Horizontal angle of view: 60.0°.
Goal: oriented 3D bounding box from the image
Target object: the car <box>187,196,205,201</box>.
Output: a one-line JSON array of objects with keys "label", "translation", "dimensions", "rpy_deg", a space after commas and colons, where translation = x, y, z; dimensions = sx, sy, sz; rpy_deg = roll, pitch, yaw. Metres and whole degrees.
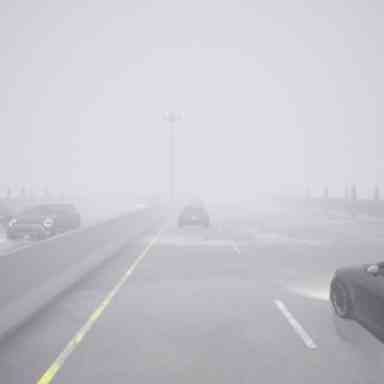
[{"label": "car", "translation": [0.465, 1.310, 40.041], "dimensions": [2.097, 1.767, 4.553], "rpy_deg": [0, 0, 2]}]

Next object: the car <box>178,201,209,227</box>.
[{"label": "car", "translation": [0.120, 1.540, 22.367], "dimensions": [1.994, 1.385, 4.181], "rpy_deg": [0, 0, 0]}]

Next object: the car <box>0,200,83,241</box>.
[{"label": "car", "translation": [-7.086, 1.334, 16.491], "dimensions": [2.097, 1.767, 4.553], "rpy_deg": [0, 0, 0]}]

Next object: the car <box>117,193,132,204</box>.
[{"label": "car", "translation": [-12.947, 1.152, 64.537], "dimensions": [2.150, 2.045, 5.566], "rpy_deg": [0, 0, 2]}]

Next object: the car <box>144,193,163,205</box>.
[{"label": "car", "translation": [-6.211, 1.161, 56.833], "dimensions": [2.150, 2.045, 5.566], "rpy_deg": [0, 0, 2]}]

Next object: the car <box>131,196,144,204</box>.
[{"label": "car", "translation": [-9.490, 1.429, 63.456], "dimensions": [2.128, 1.511, 4.902], "rpy_deg": [0, 0, 2]}]

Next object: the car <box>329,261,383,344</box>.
[{"label": "car", "translation": [3.599, 1.559, 4.655], "dimensions": [1.994, 1.385, 4.181], "rpy_deg": [0, 0, 0]}]
